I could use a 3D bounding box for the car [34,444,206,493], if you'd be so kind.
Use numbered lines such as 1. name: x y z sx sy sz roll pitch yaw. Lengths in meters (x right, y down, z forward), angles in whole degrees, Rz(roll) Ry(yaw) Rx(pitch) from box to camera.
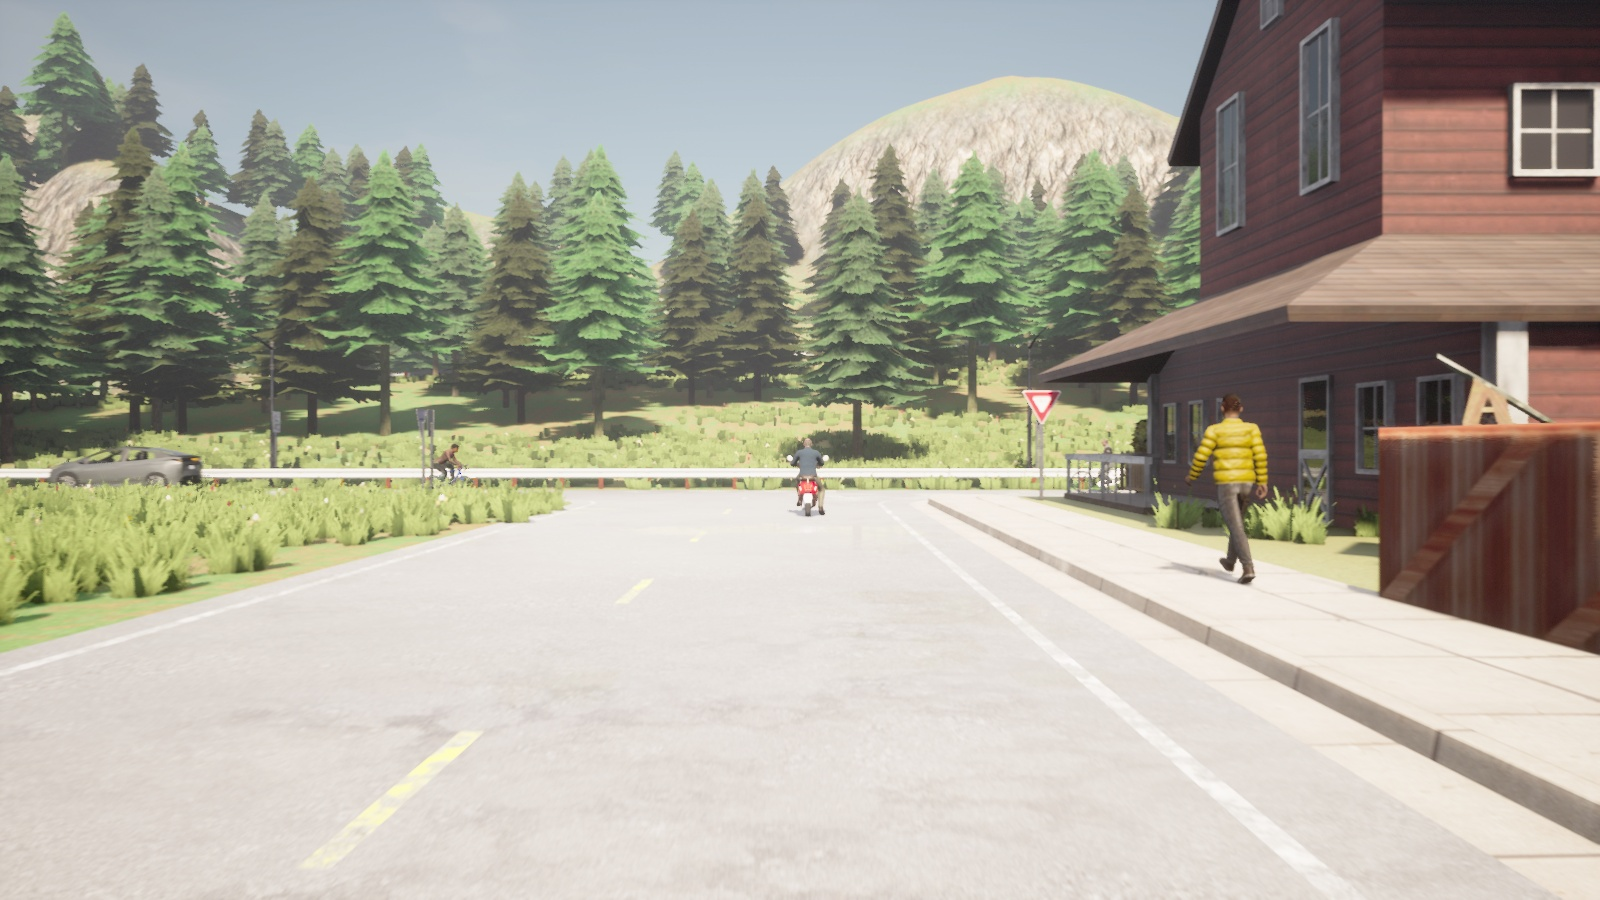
1. car: -22.109 0.584 40.962 4.514 1.525 2.007 0 0 0

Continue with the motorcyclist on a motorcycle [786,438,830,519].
1. motorcyclist on a motorcycle: 0.162 0.554 25.788 0.866 1.590 1.817 0 1 0

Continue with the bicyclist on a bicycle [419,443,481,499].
1. bicyclist on a bicycle: -10.378 0.621 37.252 1.656 1.620 0.582 1 1 7

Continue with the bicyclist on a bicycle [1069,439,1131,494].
1. bicyclist on a bicycle: 9.738 0.535 40.825 1.843 1.776 0.659 0 0 0

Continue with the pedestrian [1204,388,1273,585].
1. pedestrian: 4.214 0.337 12.104 0.431 1.840 0.709 0 0 2
